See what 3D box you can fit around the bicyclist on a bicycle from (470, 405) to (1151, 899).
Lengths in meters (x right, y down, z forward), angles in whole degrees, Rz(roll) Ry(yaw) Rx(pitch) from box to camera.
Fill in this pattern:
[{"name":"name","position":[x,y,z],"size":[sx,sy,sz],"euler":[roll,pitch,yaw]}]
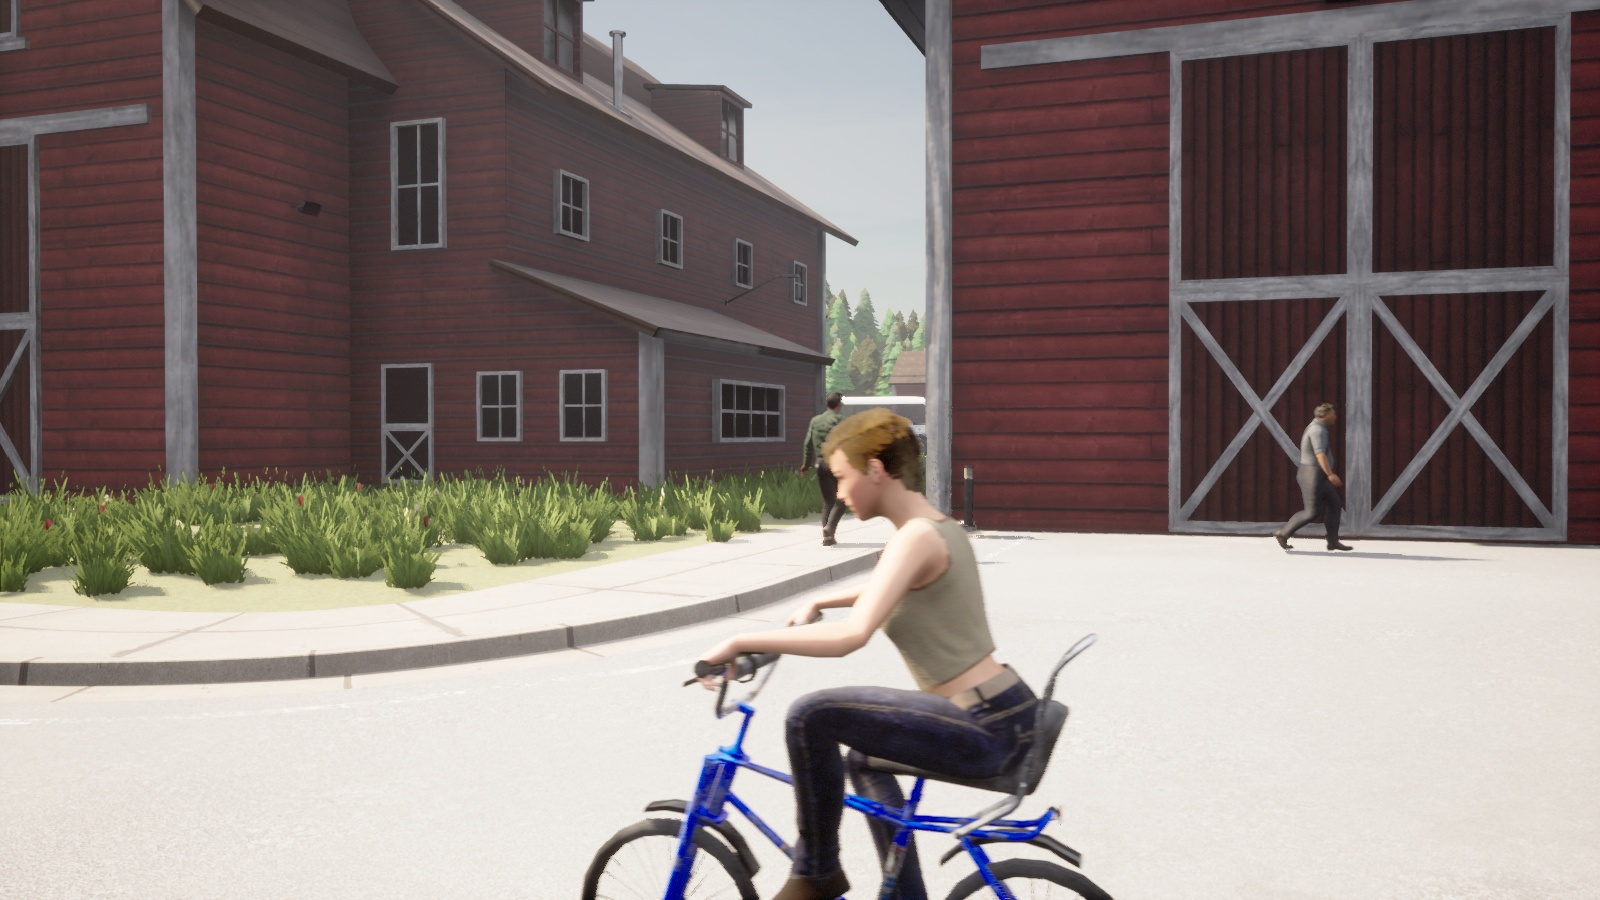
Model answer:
[{"name":"bicyclist on a bicycle","position":[0.068,0.702,3.166],"size":[1.509,1.612,0.866],"euler":[1,1,19]}]

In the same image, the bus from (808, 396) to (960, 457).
[{"name":"bus","position":[6.111,-1.697,91.158],"size":[10.273,4.253,3.944],"euler":[1,1,19]}]

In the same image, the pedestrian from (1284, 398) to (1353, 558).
[{"name":"pedestrian","position":[6.165,0.319,14.923],"size":[0.694,1.848,0.540],"euler":[1,1,27]}]

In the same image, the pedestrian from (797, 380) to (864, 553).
[{"name":"pedestrian","position":[0.360,0.181,14.626],"size":[0.423,1.949,0.788],"euler":[1,1,32]}]
